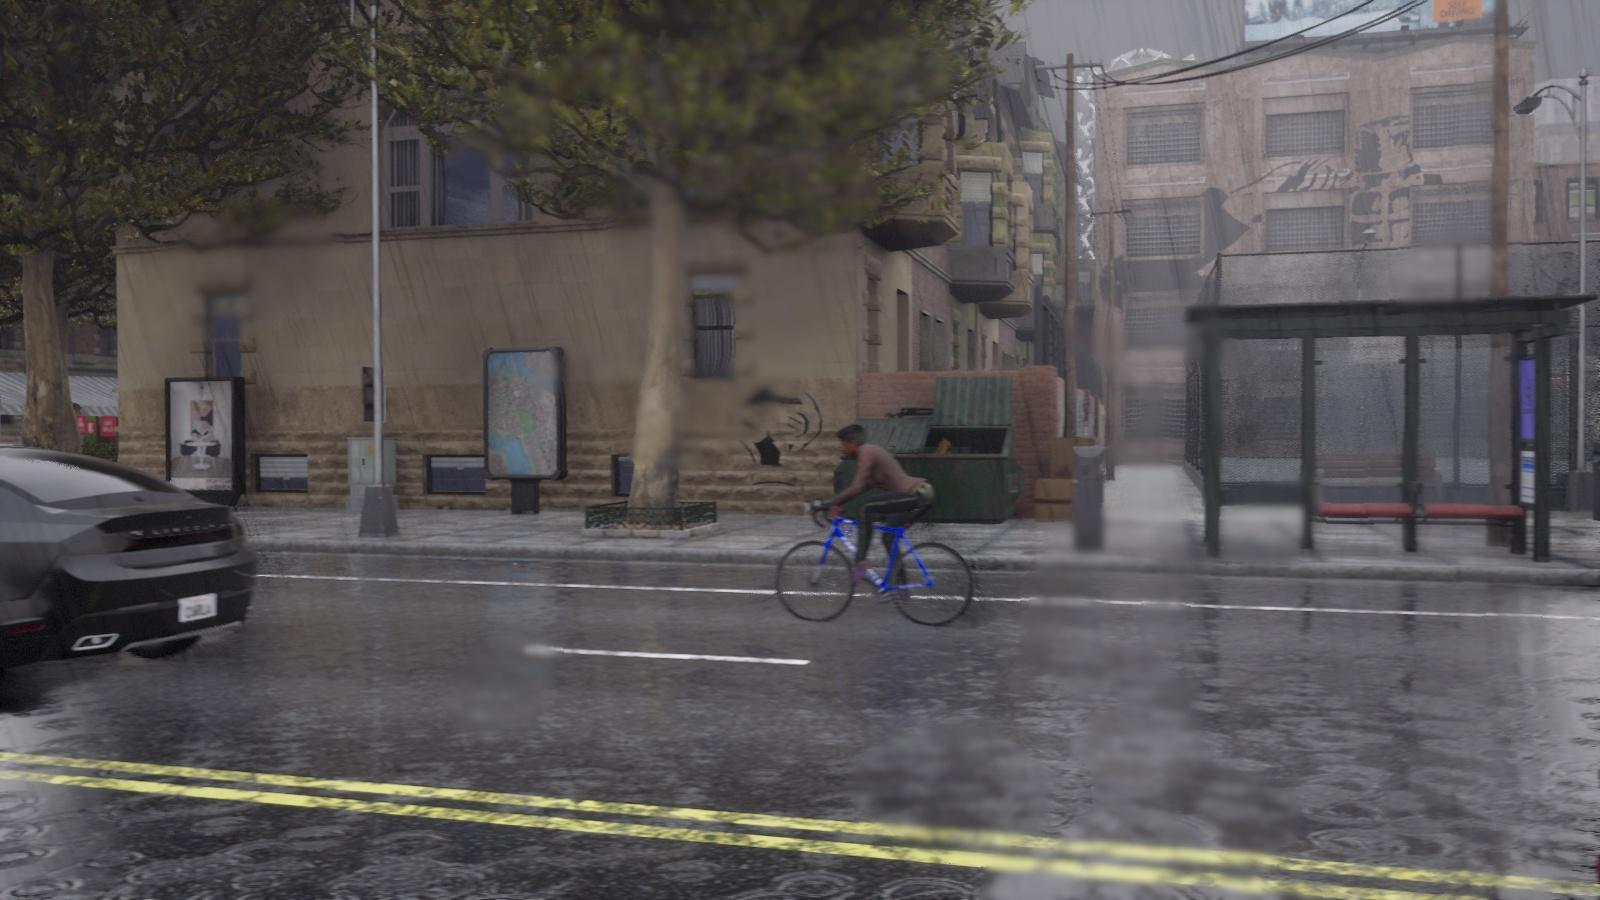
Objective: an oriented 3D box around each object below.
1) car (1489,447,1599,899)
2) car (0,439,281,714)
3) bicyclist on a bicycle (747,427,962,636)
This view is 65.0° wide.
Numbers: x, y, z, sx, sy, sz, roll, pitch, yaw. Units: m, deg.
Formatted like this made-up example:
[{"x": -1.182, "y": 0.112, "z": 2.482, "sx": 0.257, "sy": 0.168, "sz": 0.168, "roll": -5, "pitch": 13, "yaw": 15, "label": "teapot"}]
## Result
[{"x": 4.080, "y": 0.791, "z": 1.908, "sx": 5.008, "sy": 1.535, "sz": 1.882, "roll": 0, "pitch": 1, "yaw": 15, "label": "car"}, {"x": -6.187, "y": 0.676, "z": 8.438, "sx": 4.892, "sy": 1.490, "sz": 1.837, "roll": 0, "pitch": 1, "yaw": 16, "label": "car"}, {"x": 0.449, "y": 0.623, "z": 10.212, "sx": 1.656, "sy": 1.620, "sz": 0.582, "roll": 0, "pitch": 1, "yaw": 16, "label": "bicyclist on a bicycle"}]
